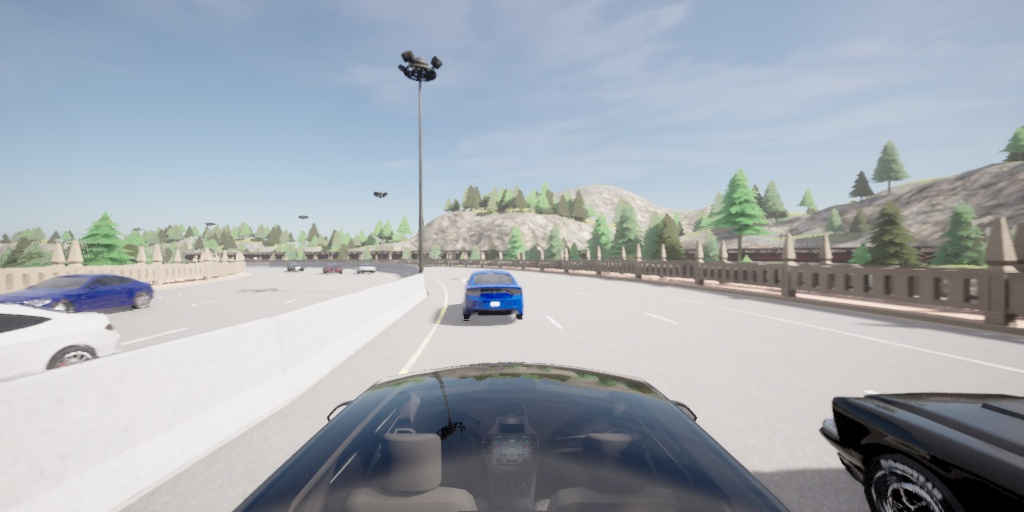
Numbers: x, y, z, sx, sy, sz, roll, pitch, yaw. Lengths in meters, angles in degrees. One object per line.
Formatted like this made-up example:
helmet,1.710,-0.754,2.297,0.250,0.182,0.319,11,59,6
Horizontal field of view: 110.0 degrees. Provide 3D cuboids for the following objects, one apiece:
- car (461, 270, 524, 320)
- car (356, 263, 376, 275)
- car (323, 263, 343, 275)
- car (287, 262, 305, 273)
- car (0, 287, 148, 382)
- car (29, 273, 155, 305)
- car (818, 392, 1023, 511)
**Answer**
car,-0.763,1.233,12.777,1.882,1.535,5.008,0,0,-6
car,-17.581,1.529,43.201,1.895,1.301,4.718,0,0,-27
car,-21.717,1.533,43.467,1.994,1.385,4.181,0,0,-29
car,-31.225,1.586,51.804,2.128,1.511,4.902,-1,0,-36
car,-7.287,1.307,3.956,1.812,1.442,4.674,0,0,-2
car,-15.005,1.355,12.487,1.812,1.442,4.674,0,0,-8
car,3.482,1.337,0.810,1.895,1.301,4.718,0,0,0
